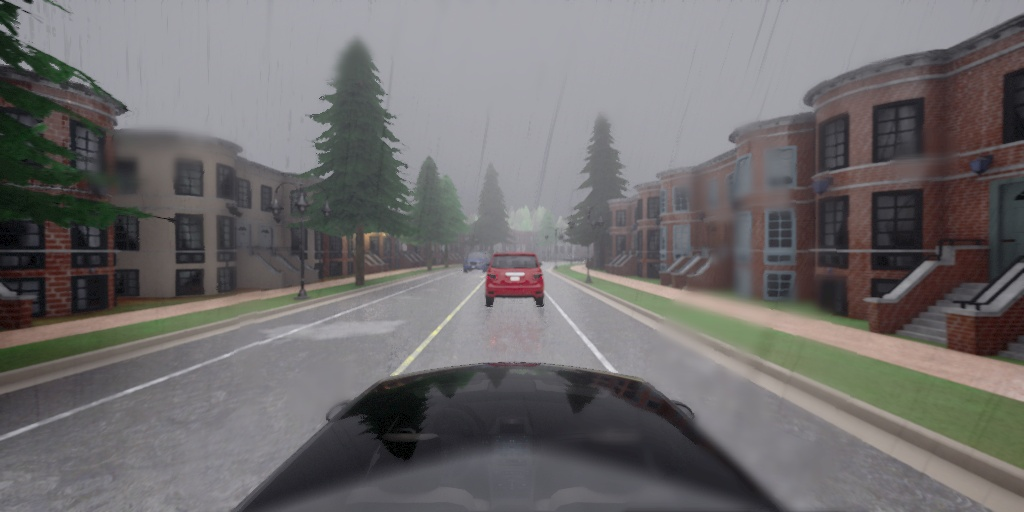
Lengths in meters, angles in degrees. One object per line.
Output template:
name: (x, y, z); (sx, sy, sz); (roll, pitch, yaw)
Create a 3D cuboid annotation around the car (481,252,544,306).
car: (0.101, 0.839, 14.919); (2.150, 2.045, 5.566); (0, 1, 0)

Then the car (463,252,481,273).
car: (-3.490, 0.629, 35.934); (2.150, 2.045, 5.566); (0, 1, 2)
